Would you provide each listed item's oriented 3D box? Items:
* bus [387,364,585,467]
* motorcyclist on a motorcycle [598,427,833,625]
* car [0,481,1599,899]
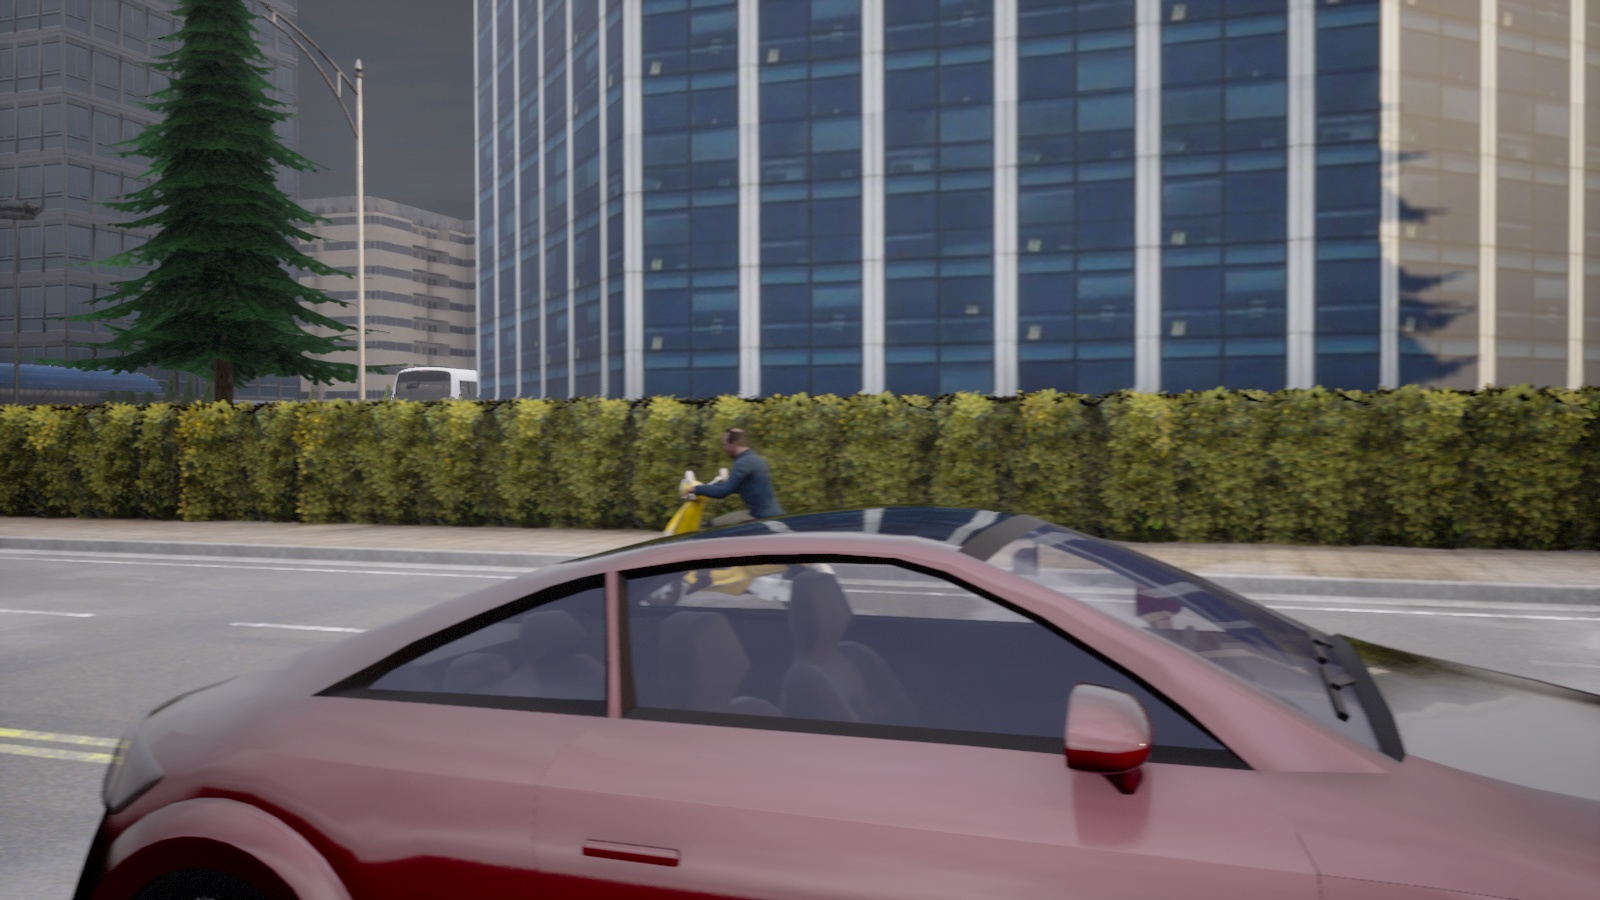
[{"bbox_3d":[-14.073,-1.525,57.585,3.944,4.253,10.273,1,1,18],"label":"bus"},{"bbox_3d":[-0.717,0.604,10.818,1.817,1.590,0.866,1,1,19],"label":"motorcyclist on a motorcycle"},{"bbox_3d":[0.366,0.842,3.070,4.181,1.385,1.994,1,1,19],"label":"car"}]
